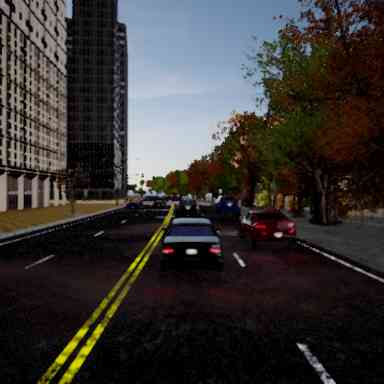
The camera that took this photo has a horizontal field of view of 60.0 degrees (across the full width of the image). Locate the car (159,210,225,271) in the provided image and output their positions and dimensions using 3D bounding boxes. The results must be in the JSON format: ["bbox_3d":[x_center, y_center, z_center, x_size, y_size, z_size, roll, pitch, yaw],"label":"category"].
[{"bbox_3d":[-0.018,1.554,10.909,2.033,1.411,5.357,0,0,0],"label":"car"}]

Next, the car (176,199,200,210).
[{"bbox_3d":[-0.377,1.370,29.367,2.097,1.767,4.553,0,0,-1],"label":"car"}]

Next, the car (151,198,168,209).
[{"bbox_3d":[-4.427,1.538,45.662,1.837,1.490,4.892,0,-1,-3],"label":"car"}]

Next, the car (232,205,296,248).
[{"bbox_3d":[3.207,1.469,14.892,1.812,1.442,4.674,-4,-1,-1],"label":"car"}]

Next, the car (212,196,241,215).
[{"bbox_3d":[2.987,1.129,29.149,2.097,1.767,4.553,5,-1,-2],"label":"car"}]

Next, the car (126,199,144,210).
[{"bbox_3d":[-7.622,1.632,44.413,1.895,1.301,4.718,0,0,-3],"label":"car"}]
